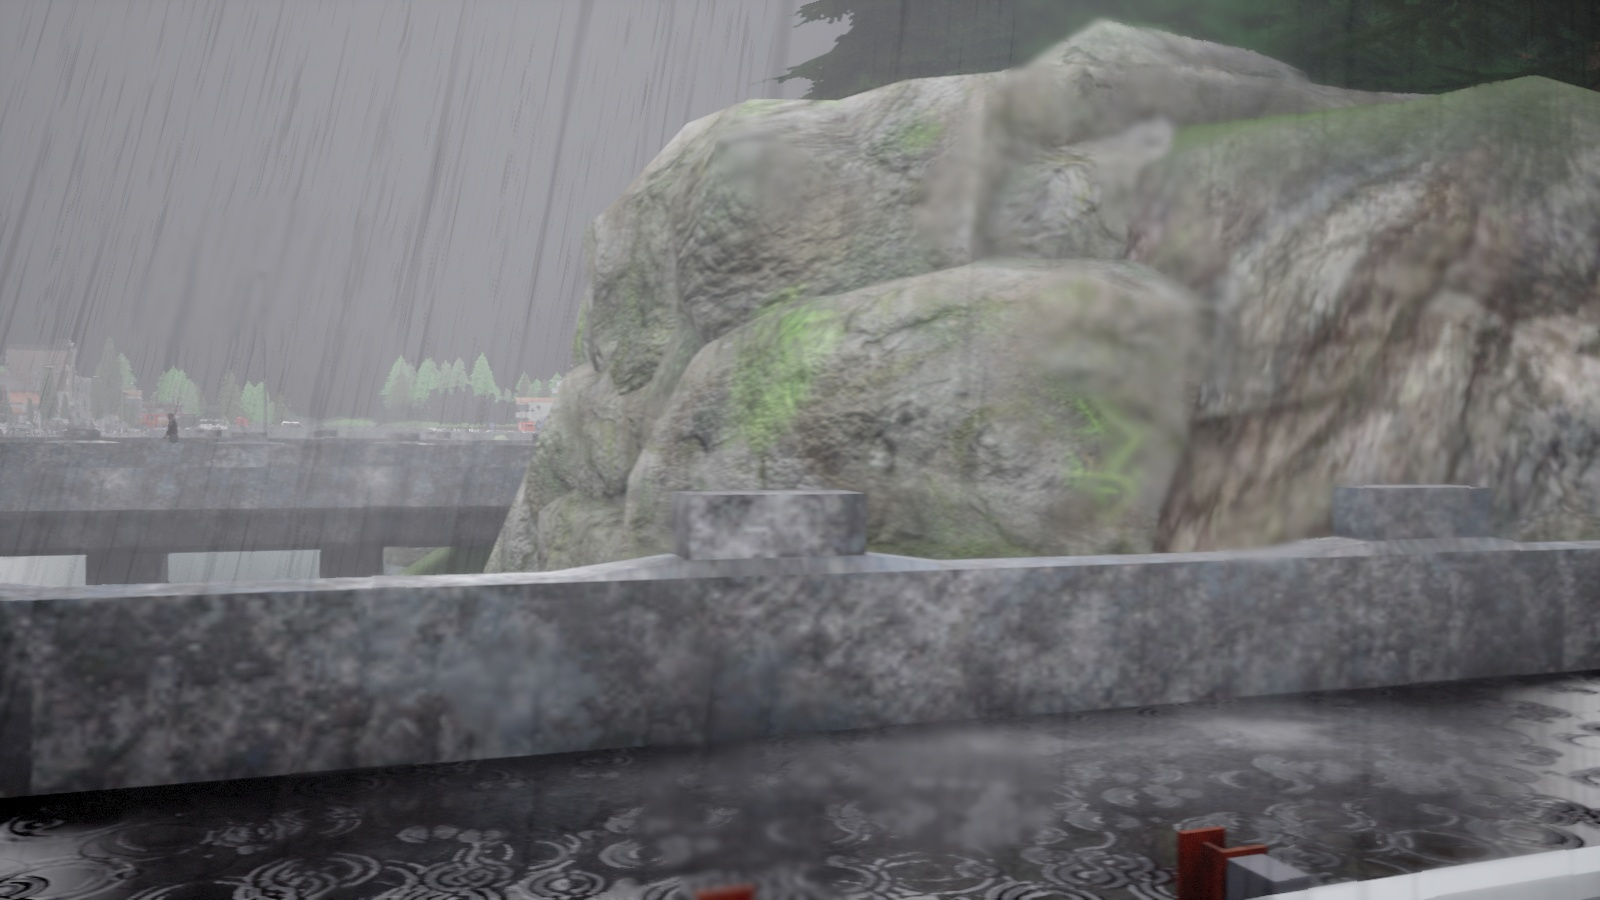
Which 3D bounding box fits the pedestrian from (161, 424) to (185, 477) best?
[{"bbox_3d":[-22.218,0.024,44.507,0.720,1.854,0.376,-1,1,-21],"label":"pedestrian"}]
